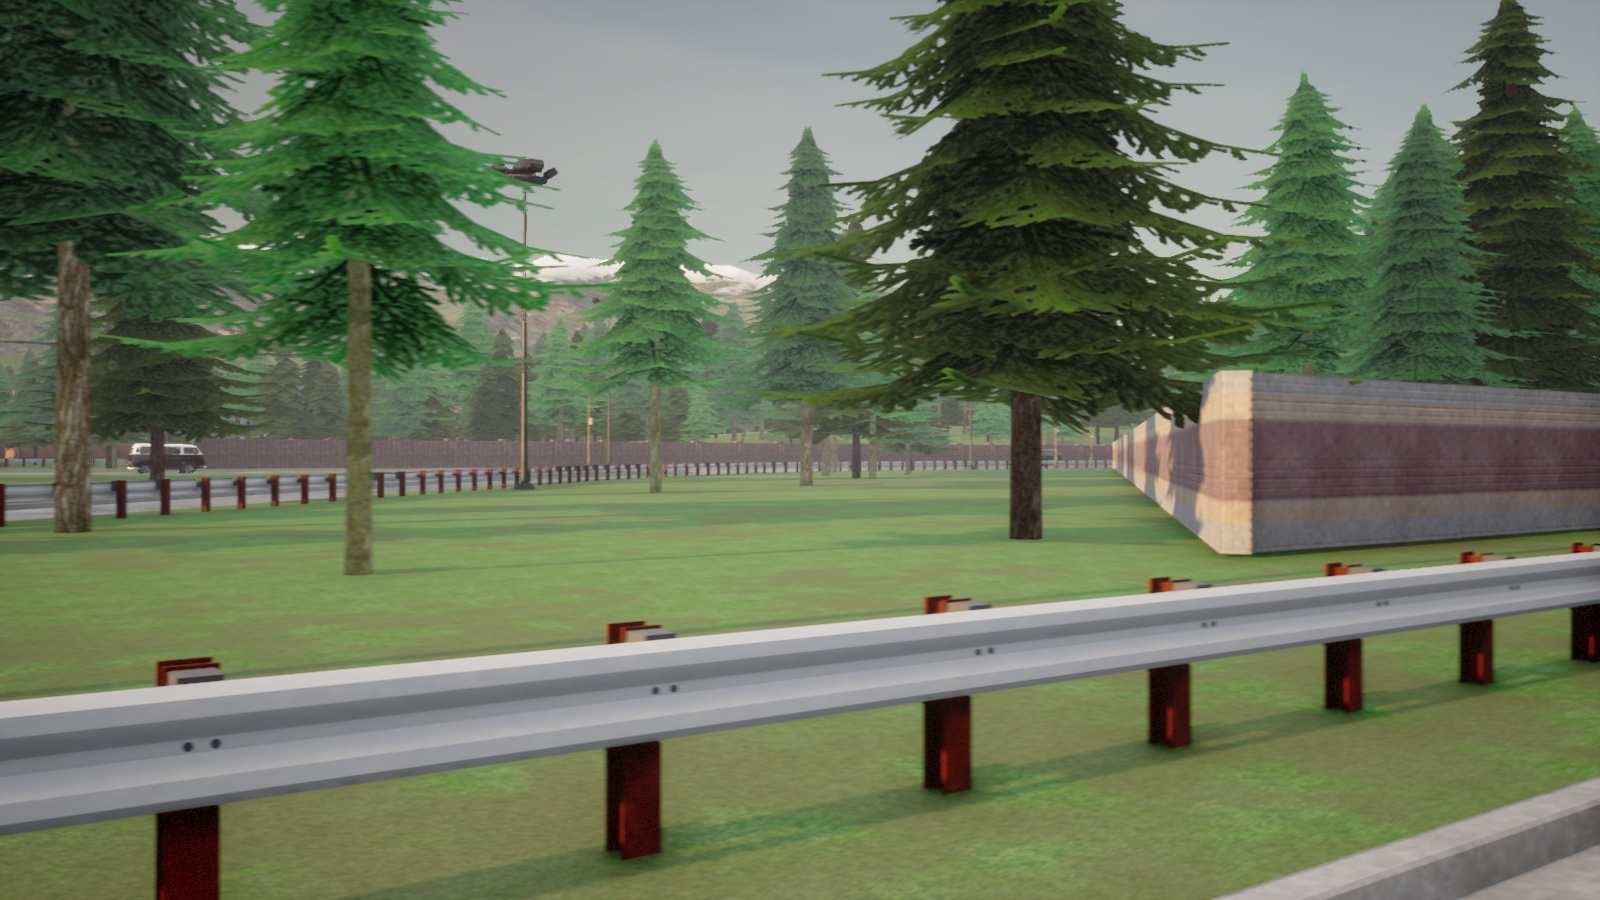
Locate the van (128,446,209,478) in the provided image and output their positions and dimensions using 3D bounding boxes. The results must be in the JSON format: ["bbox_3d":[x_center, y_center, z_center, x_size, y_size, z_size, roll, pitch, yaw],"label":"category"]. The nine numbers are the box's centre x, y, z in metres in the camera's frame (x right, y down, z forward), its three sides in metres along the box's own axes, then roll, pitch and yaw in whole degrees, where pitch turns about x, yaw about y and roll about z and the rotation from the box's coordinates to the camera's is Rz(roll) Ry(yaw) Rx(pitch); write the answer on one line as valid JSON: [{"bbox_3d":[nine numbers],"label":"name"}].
[{"bbox_3d":[-40.844,0.753,81.236,4.480,2.038,2.069,0,0,-35],"label":"van"}]
